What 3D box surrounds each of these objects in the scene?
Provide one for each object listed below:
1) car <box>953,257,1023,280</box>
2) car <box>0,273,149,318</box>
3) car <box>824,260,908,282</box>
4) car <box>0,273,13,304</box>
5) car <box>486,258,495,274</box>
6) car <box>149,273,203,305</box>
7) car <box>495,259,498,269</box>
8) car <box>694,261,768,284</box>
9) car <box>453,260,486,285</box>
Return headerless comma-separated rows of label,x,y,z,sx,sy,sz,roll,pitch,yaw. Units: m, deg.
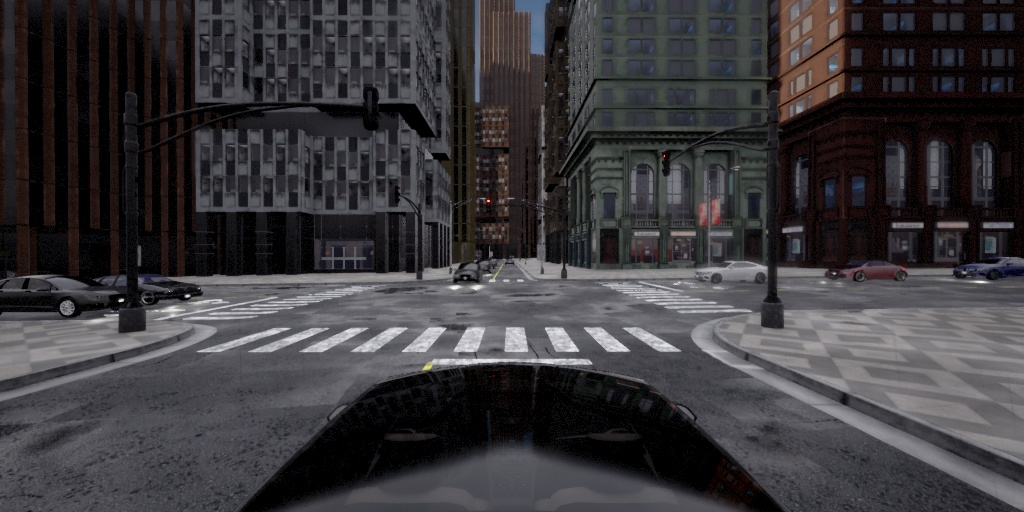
car,32.375,0.811,23.836,4.674,1.442,1.812,-1,0,-1
car,-17.423,1.492,13.740,4.892,1.490,1.837,-1,0,0
car,23.416,0.962,23.812,4.181,1.385,1.994,-1,0,0
car,-27.353,1.610,16.963,4.892,1.490,1.837,-1,0,0
car,-3.280,1.232,40.268,1.837,1.490,4.892,0,0,0
car,-17.867,1.524,17.046,5.357,1.411,2.033,-1,0,5
car,-3.389,1.306,53.104,1.895,1.301,4.718,0,0,0
car,14.594,1.037,23.787,4.674,1.442,1.812,-1,0,-1
car,-3.170,1.255,26.516,1.837,1.490,4.892,0,0,0
